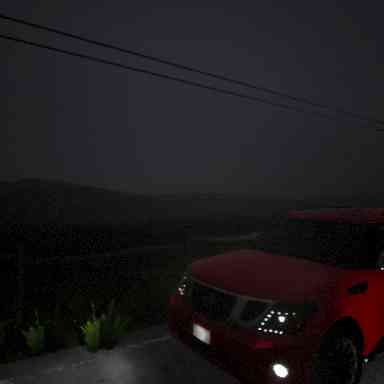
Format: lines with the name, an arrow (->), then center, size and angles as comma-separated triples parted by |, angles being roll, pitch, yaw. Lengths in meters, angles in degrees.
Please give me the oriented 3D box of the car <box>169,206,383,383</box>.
car -> 2.368, 1.276, 5.305 | 5.566, 2.045, 2.150 | 1, -1, -35
